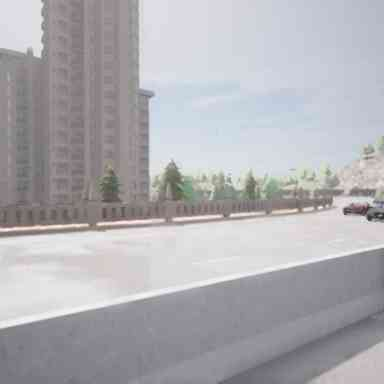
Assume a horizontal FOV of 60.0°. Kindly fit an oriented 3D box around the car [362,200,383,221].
[{"bbox_3d":[15.128,1.573,25.919,1.994,1.385,4.181,0,0,42],"label":"car"}]

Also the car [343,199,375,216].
[{"bbox_3d":[16.211,1.627,32.472,1.895,1.301,4.718,0,0,39],"label":"car"}]

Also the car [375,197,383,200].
[{"bbox_3d":[35.408,1.704,62.100,2.033,1.411,5.357,0,0,15],"label":"car"}]
